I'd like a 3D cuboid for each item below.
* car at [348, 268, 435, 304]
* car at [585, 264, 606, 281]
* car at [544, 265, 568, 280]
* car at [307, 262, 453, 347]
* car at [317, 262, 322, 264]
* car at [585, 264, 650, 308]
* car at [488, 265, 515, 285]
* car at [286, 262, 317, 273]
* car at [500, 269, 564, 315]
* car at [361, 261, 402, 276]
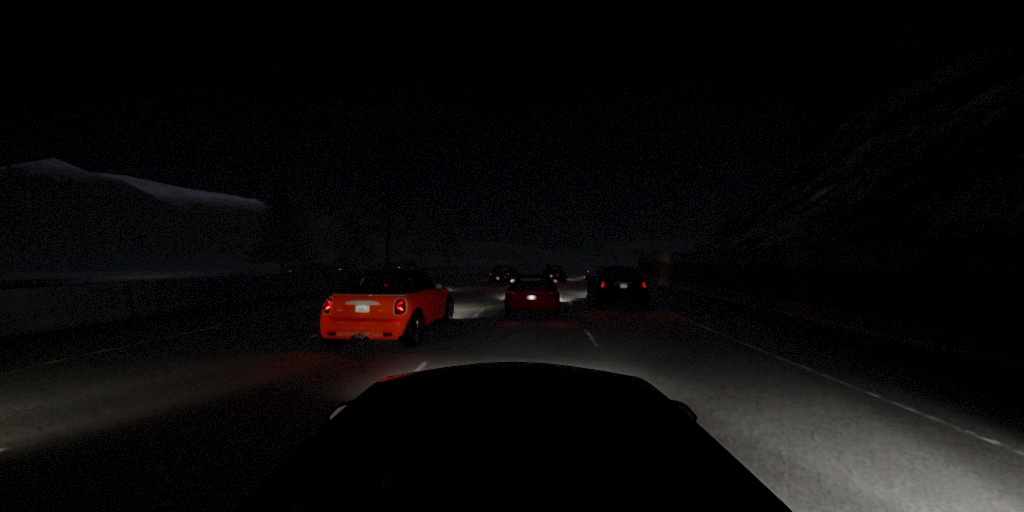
[{"bbox_3d":[-5.785,1.381,18.144,2.033,1.411,5.357,0,0,7],"label":"car"},{"bbox_3d":[8.063,1.511,34.402,1.812,1.442,4.674,0,0,14],"label":"car"},{"bbox_3d":[3.697,1.476,31.364,1.812,1.442,4.674,0,0,13],"label":"car"},{"bbox_3d":[-3.020,1.141,9.656,2.097,1.767,4.553,0,0,3],"label":"car"},{"bbox_3d":[-19.400,1.491,40.657,1.994,1.385,4.181,0,0,15],"label":"car"},{"bbox_3d":[4.587,1.209,16.074,2.097,1.767,4.553,0,0,6],"label":"car"},{"bbox_3d":[-0.577,1.441,28.143,1.812,1.442,4.674,0,0,11],"label":"car"},{"bbox_3d":[-23.049,1.405,40.533,2.128,1.511,4.902,0,0,14],"label":"car"},{"bbox_3d":[0.856,1.396,14.186,1.994,1.385,4.181,0,0,5],"label":"car"},{"bbox_3d":[-15.318,1.430,42.390,1.882,1.535,5.008,0,0,16],"label":"car"}]
